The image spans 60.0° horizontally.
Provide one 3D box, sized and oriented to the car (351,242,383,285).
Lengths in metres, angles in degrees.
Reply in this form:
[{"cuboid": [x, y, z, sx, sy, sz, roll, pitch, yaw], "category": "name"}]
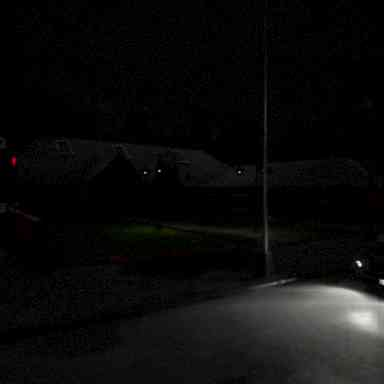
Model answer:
[{"cuboid": [6.544, 1.658, 8.863, 5.357, 1.411, 2.033, 1, 0, -33], "category": "car"}]
